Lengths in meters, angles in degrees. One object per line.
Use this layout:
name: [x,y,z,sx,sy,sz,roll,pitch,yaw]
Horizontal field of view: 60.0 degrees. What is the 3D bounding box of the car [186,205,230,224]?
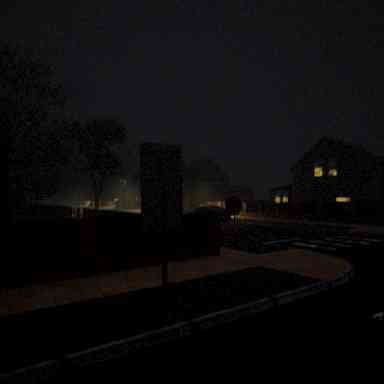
car: [1.199,1.874,28.182,1.882,1.535,5.008,-1,0,-31]
